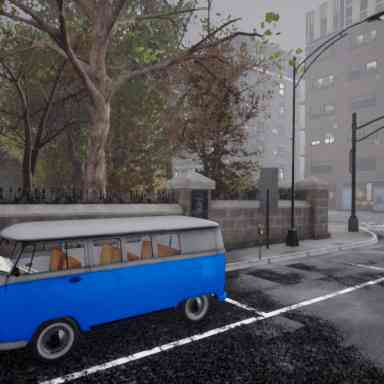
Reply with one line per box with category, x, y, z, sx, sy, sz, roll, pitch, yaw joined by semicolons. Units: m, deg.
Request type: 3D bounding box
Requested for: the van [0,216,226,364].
van;-1.276;1.342;5.581;3.998;1.788;1.690;0;1;-35
